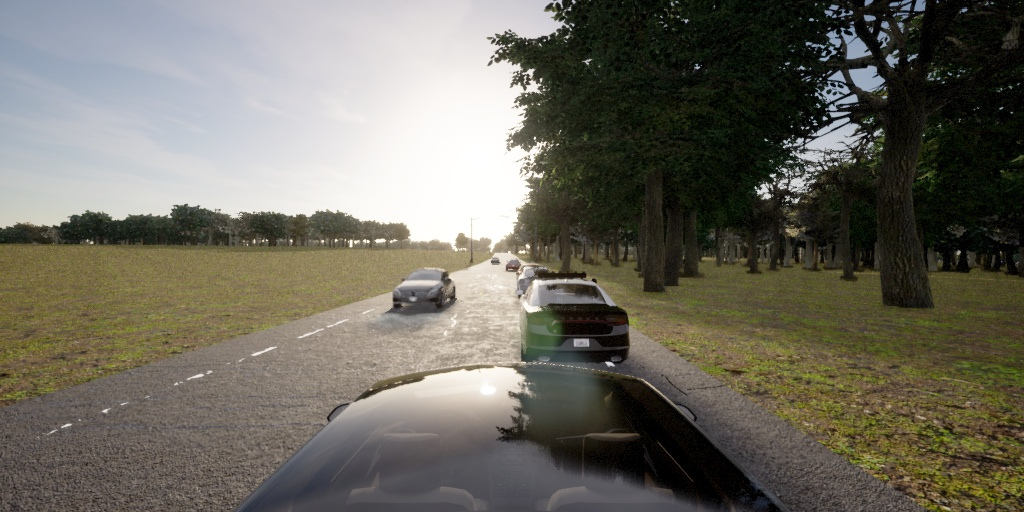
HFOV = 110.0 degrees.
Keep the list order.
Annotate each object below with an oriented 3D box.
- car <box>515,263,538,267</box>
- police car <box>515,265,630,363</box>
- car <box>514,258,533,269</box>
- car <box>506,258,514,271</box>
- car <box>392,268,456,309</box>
[{"bbox_3d":[1.188,1.247,18.167,1.812,1.442,4.674,0,0,0],"label":"car"},{"bbox_3d":[1.121,1.168,8.271,1.930,1.638,5.238,0,0,0],"label":"police car"},{"bbox_3d":[1.216,1.155,24.360,1.801,1.575,5.366,0,0,0],"label":"car"},{"bbox_3d":[0.210,1.150,46.562,1.994,1.385,4.181,0,0,2],"label":"car"},{"bbox_3d":[-3.485,1.255,15.010,1.812,1.442,4.674,0,0,0],"label":"car"}]
